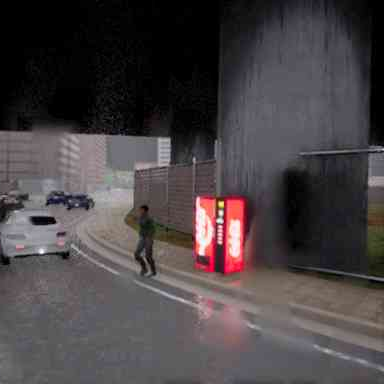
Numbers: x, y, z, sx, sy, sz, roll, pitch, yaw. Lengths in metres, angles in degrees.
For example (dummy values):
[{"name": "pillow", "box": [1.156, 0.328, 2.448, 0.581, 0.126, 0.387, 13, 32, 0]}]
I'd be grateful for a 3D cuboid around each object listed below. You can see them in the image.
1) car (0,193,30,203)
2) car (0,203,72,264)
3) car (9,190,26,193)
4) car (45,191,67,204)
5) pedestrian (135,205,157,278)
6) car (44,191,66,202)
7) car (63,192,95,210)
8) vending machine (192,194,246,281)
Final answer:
[{"name": "car", "box": [-12.641, 1.008, 22.106, 1.837, 1.490, 4.892, 1, 0, -10]}, {"name": "car", "box": [-5.280, 1.300, 10.921, 1.812, 1.442, 4.674, 0, 1, -32]}, {"name": "car", "box": [-22.866, 0.540, 43.331, 1.882, 1.535, 5.008, 1, 0, -7]}, {"name": "car", "box": [-14.902, 0.630, 37.822, 2.097, 1.767, 4.553, 1, 1, -8]}, {"name": "pedestrian", "box": [-1.147, 1.178, 8.175, 0.375, 1.860, 0.375, 0, 1, -40]}, {"name": "car", "box": [-20.026, 0.575, 48.908, 1.812, 1.442, 4.674, 1, 0, -7]}, {"name": "car", "box": [-10.602, 0.951, 31.980, 1.812, 1.442, 4.674, 1, 1, -8]}, {"name": "vending machine", "box": [0.721, 1.107, 8.794, 1.100, 2.100, 0.880, 0, 1, -42]}]
